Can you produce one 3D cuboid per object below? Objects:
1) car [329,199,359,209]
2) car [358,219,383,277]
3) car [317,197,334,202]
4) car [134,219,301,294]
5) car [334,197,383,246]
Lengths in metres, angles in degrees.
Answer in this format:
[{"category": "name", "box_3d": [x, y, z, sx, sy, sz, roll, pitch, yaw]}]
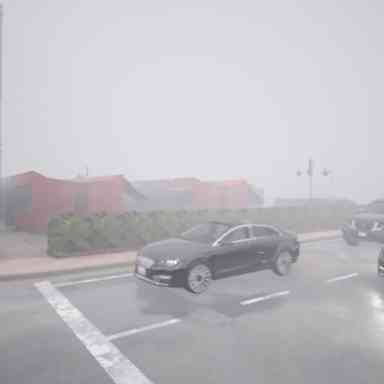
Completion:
[{"category": "car", "box_3d": [23.590, 1.806, 51.746, 1.970, 1.475, 3.806, 0, 0, -35]}, {"category": "car", "box_3d": [6.839, 1.549, 8.868, 4.902, 1.511, 2.128, 0, 0, -35]}, {"category": "car", "box_3d": [19.054, 1.526, 48.500, 1.932, 1.855, 4.605, 0, 0, -35]}, {"category": "car", "box_3d": [0.866, 1.520, 8.918, 4.902, 1.511, 2.128, 0, 0, -35]}, {"category": "car", "box_3d": [8.909, 1.318, 14.636, 5.566, 2.045, 2.150, 0, 0, -36]}]
